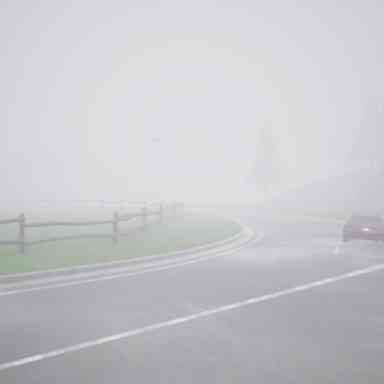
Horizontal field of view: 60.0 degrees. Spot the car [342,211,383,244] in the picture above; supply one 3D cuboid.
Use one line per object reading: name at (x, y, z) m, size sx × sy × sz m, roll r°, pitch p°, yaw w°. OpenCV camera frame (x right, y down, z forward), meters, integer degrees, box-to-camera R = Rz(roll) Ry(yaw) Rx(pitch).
car at (8.534, 1.637, 16.388) m, size 1.994 × 1.385 × 4.181 m, roll 0°, pitch 0°, yaw 27°
